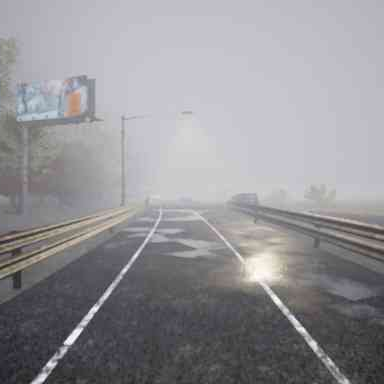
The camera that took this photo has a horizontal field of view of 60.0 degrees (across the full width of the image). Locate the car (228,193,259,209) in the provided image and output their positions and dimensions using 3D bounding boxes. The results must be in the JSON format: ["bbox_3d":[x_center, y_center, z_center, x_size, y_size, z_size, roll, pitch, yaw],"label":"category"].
[{"bbox_3d":[6.276,1.129,41.115,2.150,2.045,5.566,0,0,-16],"label":"car"}]

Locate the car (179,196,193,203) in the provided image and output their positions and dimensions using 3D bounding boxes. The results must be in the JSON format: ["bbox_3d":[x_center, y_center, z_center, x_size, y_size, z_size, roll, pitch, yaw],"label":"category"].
[{"bbox_3d":[-1.230,1.552,67.006,1.895,1.301,4.718,0,0,-16],"label":"car"}]
